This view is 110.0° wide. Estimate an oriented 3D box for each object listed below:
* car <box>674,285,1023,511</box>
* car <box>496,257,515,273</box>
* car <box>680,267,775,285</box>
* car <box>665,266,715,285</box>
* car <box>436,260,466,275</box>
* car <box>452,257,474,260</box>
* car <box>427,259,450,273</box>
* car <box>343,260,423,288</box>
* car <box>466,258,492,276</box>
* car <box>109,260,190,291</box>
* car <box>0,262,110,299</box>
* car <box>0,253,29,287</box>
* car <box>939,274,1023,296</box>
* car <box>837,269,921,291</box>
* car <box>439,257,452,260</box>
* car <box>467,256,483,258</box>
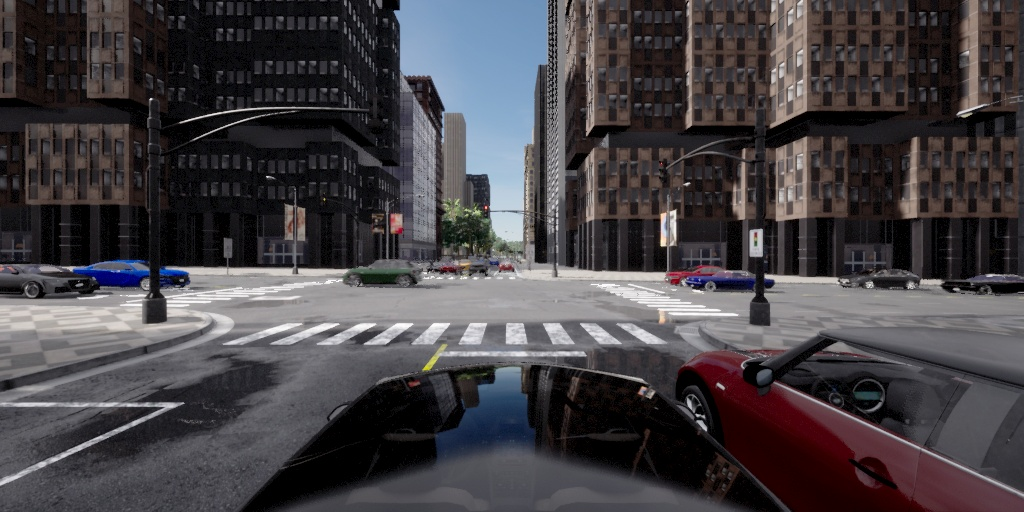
[{"bbox_3d":[2.763,1.190,2.378,1.967,1.591,4.097,0,0,0],"label":"car"},{"bbox_3d":[-0.629,1.193,43.768,1.967,1.591,4.097,0,0,0],"label":"car"},{"bbox_3d":[13.514,1.567,22.476,4.718,1.301,1.895,1,0,0],"label":"car"},{"bbox_3d":[13.631,1.441,25.733,5.008,1.535,1.882,1,0,0],"label":"car"},{"bbox_3d":[-6.482,1.344,38.539,1.895,1.301,4.718,0,0,1],"label":"car"},{"bbox_3d":[-6.522,1.242,48.933,1.882,1.535,5.008,0,0,0],"label":"car"},{"bbox_3d":[-9.154,1.319,43.711,1.948,1.339,4.313,0,0,0],"label":"car"},{"bbox_3d":[-7.996,1.010,22.339,4.553,1.767,2.097,1,0,0],"label":"car"},{"bbox_3d":[-3.371,1.247,37.667,1.837,1.490,4.892,-1,0,-1],"label":"car"},{"bbox_3d":[-19.838,0.975,18.813,5.008,1.535,1.882,1,0,0],"label":"car"},{"bbox_3d":[-20.775,1.052,15.558,4.181,1.385,1.994,1,0,0],"label":"car"},{"bbox_3d":[-28.950,0.721,18.755,4.553,1.767,2.097,1,0,0],"label":"car"},{"bbox_3d":[30.196,1.808,22.580,4.718,1.301,1.895,1,0,0],"label":"car"},{"bbox_3d":[26.319,1.650,25.804,4.892,1.490,1.837,0,0,0],"label":"car"},{"bbox_3d":[-9.192,1.080,49.136,2.192,1.841,5.009,0,0,0],"label":"car"},{"bbox_3d":[-6.588,1.009,59.271,2.150,2.045,5.566,0,0,0],"label":"car"}]
